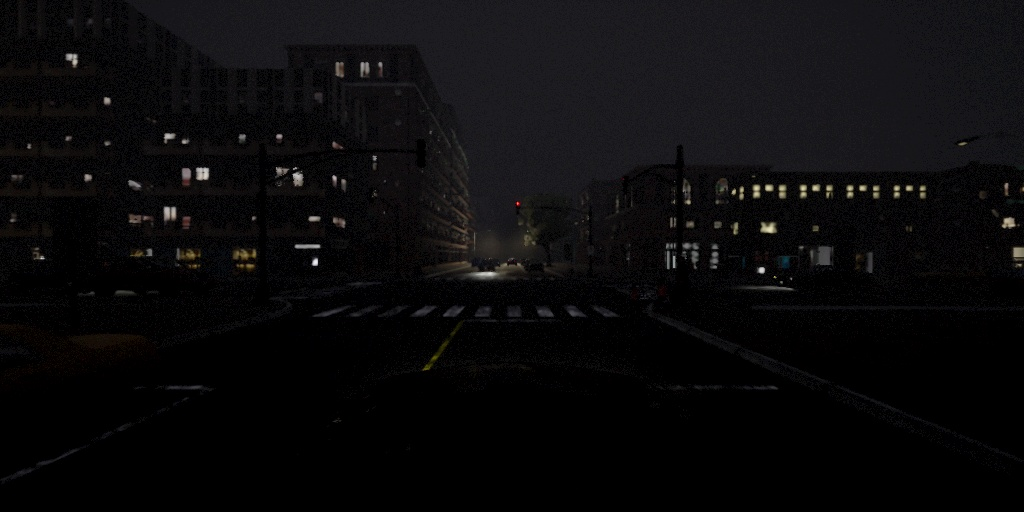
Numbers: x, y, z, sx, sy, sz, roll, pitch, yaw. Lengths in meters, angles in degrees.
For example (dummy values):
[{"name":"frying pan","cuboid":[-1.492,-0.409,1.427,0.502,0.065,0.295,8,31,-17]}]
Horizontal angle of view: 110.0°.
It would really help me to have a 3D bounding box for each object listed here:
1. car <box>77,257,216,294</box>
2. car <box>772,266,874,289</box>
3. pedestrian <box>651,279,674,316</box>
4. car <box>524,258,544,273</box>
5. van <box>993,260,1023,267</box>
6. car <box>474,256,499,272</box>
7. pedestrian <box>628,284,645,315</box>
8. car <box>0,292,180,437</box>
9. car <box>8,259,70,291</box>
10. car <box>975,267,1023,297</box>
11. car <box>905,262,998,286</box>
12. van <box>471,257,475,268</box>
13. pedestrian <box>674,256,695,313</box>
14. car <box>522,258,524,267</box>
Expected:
[{"name":"car","cuboid":[-17.272,0.967,17.231,5.009,1.841,2.192,0,0,0]},{"name":"car","cuboid":[20.127,1.332,23.278,5.357,1.411,2.033,0,0,0]},{"name":"pedestrian","cuboid":[4.521,0.859,10.799,0.375,1.860,0.375,0,0,0]},{"name":"car","cuboid":[2.699,1.214,40.946,2.007,1.370,4.403,0,0,0]},{"name":"van","cuboid":[37.142,1.199,25.988,3.998,1.789,1.690,0,0,0]},{"name":"car","cuboid":[-3.071,1.150,44.619,2.128,1.511,4.902,0,0,0]},{"name":"pedestrian","cuboid":[4.127,1.014,11.999,0.375,1.860,0.375,0,0,0]},{"name":"car","cuboid":[-5.690,1.271,2.829,1.751,1.417,4.829,0,0,0]},{"name":"car","cuboid":[-24.376,0.974,19.770,4.553,1.767,2.097,0,0,0]},{"name":"car","cuboid":[26.151,1.375,17.479,4.507,1.381,1.888,0,0,0]},{"name":"car","cuboid":[31.446,1.356,25.948,4.829,1.417,1.751,0,0,0]},{"name":"van","cuboid":[-5.679,0.982,58.040,1.690,1.789,3.998,0,0,0]},{"name":"pedestrian","cuboid":[5.447,0.863,11.400,0.375,1.860,0.375,0,0,0]},{"name":"car","cuboid":[2.700,1.096,46.643,1.967,1.591,4.097,0,0,0]}]
